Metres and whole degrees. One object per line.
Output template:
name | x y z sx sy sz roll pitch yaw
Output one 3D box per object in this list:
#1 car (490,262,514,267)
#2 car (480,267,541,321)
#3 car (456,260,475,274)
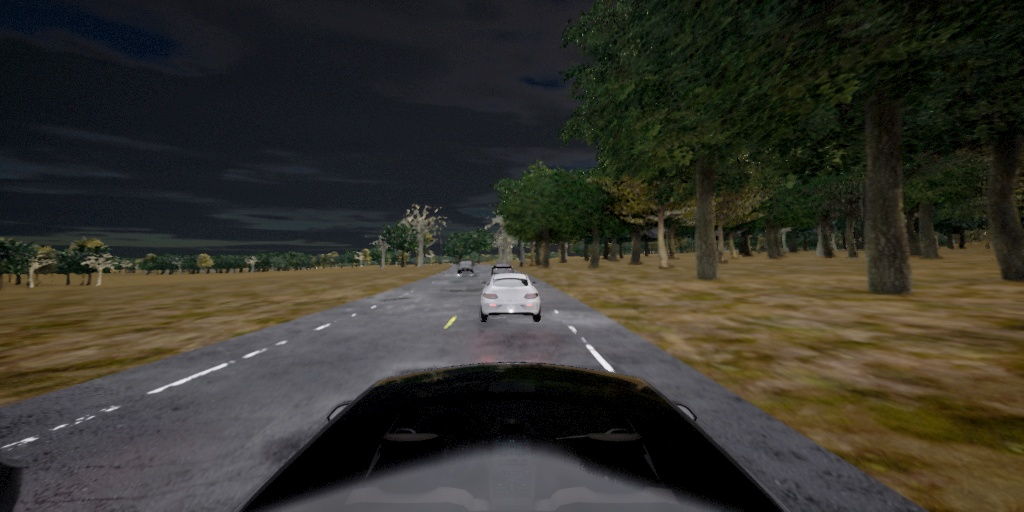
car | -0.868 1.265 31.010 2.128 1.511 4.902 0 0 -4
car | -0.082 1.285 12.354 1.812 1.442 4.674 0 0 -1
car | -5.369 1.287 41.990 1.837 1.490 4.892 0 0 -5
